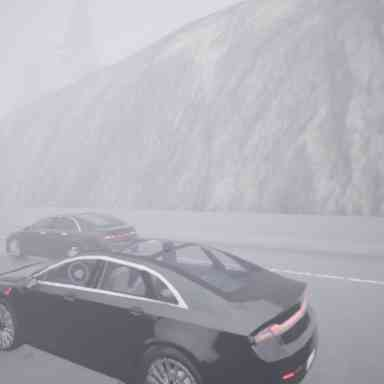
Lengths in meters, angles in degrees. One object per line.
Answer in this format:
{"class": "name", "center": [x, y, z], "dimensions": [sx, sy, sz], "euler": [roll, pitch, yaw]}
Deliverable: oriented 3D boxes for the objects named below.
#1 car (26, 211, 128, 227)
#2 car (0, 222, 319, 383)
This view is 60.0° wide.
{"class": "car", "center": [-3.888, 1.381, 10.536], "dimensions": [4.892, 1.490, 1.837], "euler": [0, 1, 32]}
{"class": "car", "center": [-0.893, 1.418, 4.537], "dimensions": [4.902, 1.511, 2.128], "euler": [0, 1, 32]}
